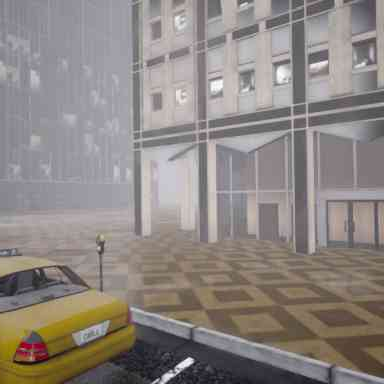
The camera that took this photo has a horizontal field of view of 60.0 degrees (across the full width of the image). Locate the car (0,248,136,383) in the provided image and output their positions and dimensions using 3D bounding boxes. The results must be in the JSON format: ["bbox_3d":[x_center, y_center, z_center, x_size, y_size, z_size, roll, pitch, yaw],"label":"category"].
[{"bbox_3d":[-2.988,1.528,5.021,4.829,1.417,1.752,0,-1,36],"label":"car"}]
